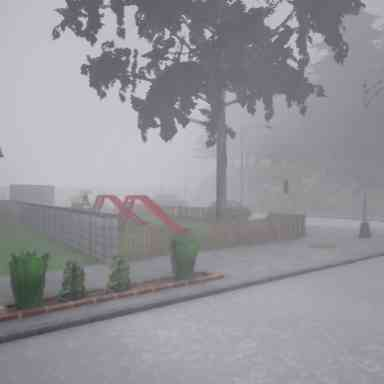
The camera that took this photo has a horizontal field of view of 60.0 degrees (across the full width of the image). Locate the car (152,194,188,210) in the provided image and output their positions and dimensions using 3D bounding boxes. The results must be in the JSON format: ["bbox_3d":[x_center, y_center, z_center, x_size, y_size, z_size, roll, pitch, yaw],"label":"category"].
[{"bbox_3d":[-2.697,1.231,39.414,2.150,2.045,5.566,0,0,-36],"label":"car"}]

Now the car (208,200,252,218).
[{"bbox_3d":[3.430,1.514,30.803,1.837,1.490,4.892,0,0,-35],"label":"car"}]
